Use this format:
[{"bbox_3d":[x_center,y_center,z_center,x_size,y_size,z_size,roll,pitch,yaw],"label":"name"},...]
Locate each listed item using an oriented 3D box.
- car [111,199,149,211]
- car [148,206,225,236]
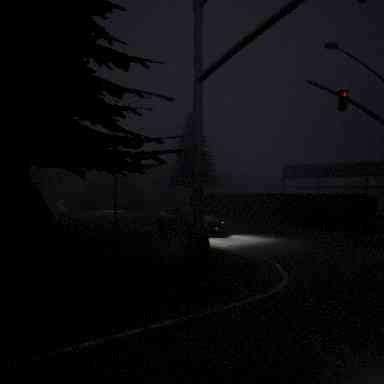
[{"bbox_3d":[-7.711,1.558,42.037,2.033,1.411,5.357,0,0,33],"label":"car"},{"bbox_3d":[-0.249,1.533,18.314,1.812,1.442,4.674,0,0,-39],"label":"car"}]
